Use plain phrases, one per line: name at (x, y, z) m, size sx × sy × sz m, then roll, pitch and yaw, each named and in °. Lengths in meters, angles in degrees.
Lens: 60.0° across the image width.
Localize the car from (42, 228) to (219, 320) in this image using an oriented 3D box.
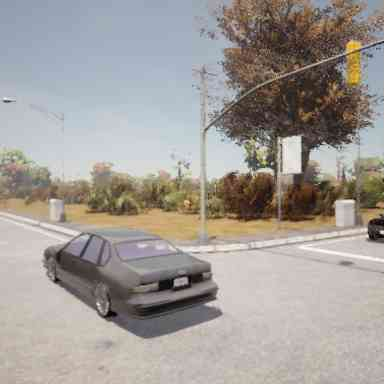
car at (-1.750, 1.539, 7.496) m, size 2.033 × 1.411 × 5.357 m, roll 0°, pitch 0°, yaw -39°

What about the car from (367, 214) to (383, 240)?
car at (10.108, 1.422, 15.494) m, size 5.008 × 1.535 × 1.882 m, roll 0°, pitch 0°, yaw -36°
